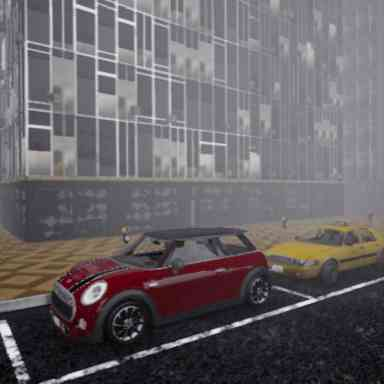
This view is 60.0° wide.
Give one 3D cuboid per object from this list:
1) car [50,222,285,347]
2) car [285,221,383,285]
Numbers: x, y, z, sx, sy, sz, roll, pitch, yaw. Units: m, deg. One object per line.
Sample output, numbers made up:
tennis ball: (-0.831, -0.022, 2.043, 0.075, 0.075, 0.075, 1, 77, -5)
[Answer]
car: (-0.443, 1.441, 6.253, 4.097, 1.590, 1.967, 0, -1, -35)
car: (4.047, 1.529, 9.454, 4.829, 1.417, 1.752, 0, -1, -35)
